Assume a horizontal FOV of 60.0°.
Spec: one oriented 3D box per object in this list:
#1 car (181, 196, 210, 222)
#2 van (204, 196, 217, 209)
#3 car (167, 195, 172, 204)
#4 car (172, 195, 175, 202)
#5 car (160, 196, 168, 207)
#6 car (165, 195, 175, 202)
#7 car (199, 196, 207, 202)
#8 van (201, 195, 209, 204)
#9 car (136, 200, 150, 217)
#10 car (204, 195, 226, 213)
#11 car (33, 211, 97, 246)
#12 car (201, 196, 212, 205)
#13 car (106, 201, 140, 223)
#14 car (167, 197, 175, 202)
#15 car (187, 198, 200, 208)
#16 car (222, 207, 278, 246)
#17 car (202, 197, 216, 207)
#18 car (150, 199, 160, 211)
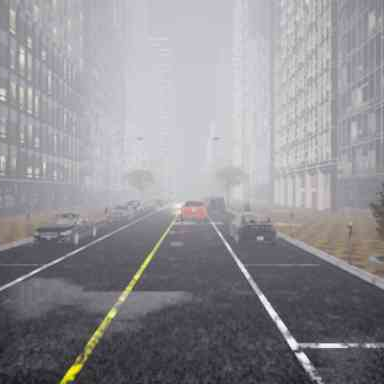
[{"bbox_3d":[0.151,1.453,27.711,2.097,1.767,4.553,0,0,0],"label":"car"},{"bbox_3d":[2.769,1.519,49.440,1.690,1.788,3.998,-1,0,0],"label":"van"},{"bbox_3d":[-5.579,1.789,66.506,2.008,1.369,4.403,-1,0,0],"label":"car"},{"bbox_3d":[-5.559,1.717,77.873,1.967,1.590,4.097,-1,0,0],"label":"car"},{"bbox_3d":[-5.599,1.765,55.138,1.947,1.339,4.313,-1,0,0],"label":"car"},{"bbox_3d":[-5.550,1.611,83.557,2.192,1.841,5.009,-1,0,0],"label":"car"},{"bbox_3d":[2.843,1.865,89.225,2.008,1.369,4.403,-1,0,0],"label":"car"},{"bbox_3d":[2.810,1.598,72.174,1.690,1.788,3.998,-1,0,0],"label":"van"},{"bbox_3d":[-5.641,1.558,32.404,1.967,1.590,4.097,-1,0,0],"label":"car"},{"bbox_3d":[2.748,1.453,38.073,2.192,1.841,5.009,-1,0,0],"label":"car"},{"bbox_3d":[-5.671,1.608,15.353,2.008,1.369,4.403,-1,0,0],"label":"car"},{"bbox_3d":[2.800,1.677,66.491,1.967,1.590,4.097,-1,0,0],"label":"car"},{"bbox_3d":[-5.650,1.680,26.720,1.802,1.307,4.206,-1,0,0],"label":"car"},{"bbox_3d":[-5.538,1.897,89.240,1.802,1.307,4.206,-1,0,0],"label":"car"},{"bbox_3d":[0.196,1.758,53.784,1.994,1.385,4.181,0,0,0],"label":"car"},{"bbox_3d":[2.710,1.607,15.337,2.008,1.369,4.403,-1,0,0],"label":"car"},{"bbox_3d":[2.781,1.638,55.124,1.967,1.590,4.097,-1,0,0],"label":"car"},{"bbox_3d":[-5.620,1.684,43.601,1.752,1.417,4.829,-1,0,0],"label":"car"}]
